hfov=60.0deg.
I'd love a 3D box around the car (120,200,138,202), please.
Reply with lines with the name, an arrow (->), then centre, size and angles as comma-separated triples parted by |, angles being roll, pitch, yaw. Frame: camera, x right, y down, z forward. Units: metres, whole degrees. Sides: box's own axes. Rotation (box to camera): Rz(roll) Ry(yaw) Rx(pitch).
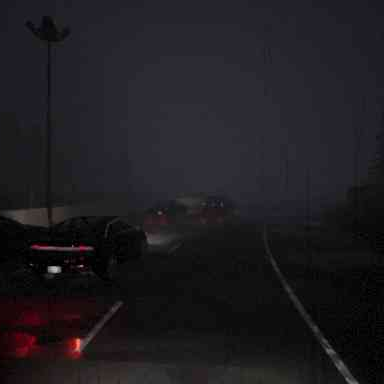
car -> -9.138, 1.081, 48.090 | 1.882, 1.535, 5.008 | 0, 1, 27

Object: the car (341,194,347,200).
car -> 32.182, 1.029, 67.172 | 4.718, 1.301, 1.895 | 0, 1, -39

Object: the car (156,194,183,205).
car -> -3.394, 1.120, 51.381 | 1.812, 1.442, 4.674 | 0, 0, 30

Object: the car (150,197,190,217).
car -> -1.894, 1.373, 28.869 | 1.895, 1.301, 4.718 | 0, 0, 18

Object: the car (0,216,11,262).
car -> -6.144, 1.384, 9.738 | 1.882, 1.535, 5.008 | 0, 0, 6

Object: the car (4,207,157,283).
car -> -2.647, 1.410, 9.464 | 2.128, 1.511, 4.902 | 0, 0, 6

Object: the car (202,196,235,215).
car -> 2.543, 1.122, 30.796 | 2.097, 1.767, 4.553 | 0, 0, 20

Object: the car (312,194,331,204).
car -> 21.226, 1.150, 54.297 | 1.837, 1.490, 4.892 | 1, 1, 40
